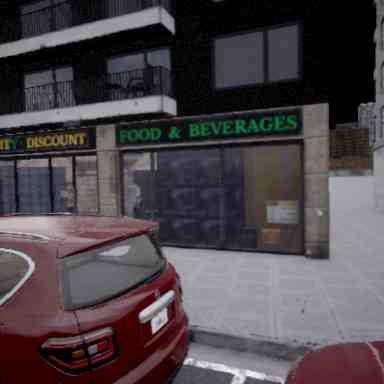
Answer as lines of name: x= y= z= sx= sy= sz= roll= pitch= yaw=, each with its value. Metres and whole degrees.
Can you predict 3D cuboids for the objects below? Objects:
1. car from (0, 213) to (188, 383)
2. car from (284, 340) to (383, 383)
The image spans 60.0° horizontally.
car: x=-2.489 y=1.199 z=3.773 sx=5.009 sy=1.841 sz=2.192 roll=0 pitch=3 yaw=22
car: x=2.607 y=1.434 z=1.698 sx=4.206 sy=1.307 sz=1.802 roll=0 pitch=3 yaw=22
